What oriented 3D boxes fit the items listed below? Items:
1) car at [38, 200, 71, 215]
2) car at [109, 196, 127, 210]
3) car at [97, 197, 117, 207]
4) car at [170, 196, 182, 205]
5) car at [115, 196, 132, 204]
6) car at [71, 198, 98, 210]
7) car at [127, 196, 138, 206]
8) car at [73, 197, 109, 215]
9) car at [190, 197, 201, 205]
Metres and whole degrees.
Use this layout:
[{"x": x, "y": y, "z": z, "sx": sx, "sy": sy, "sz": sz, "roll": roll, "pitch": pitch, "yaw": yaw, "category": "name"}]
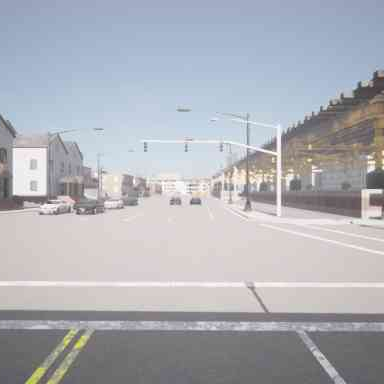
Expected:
[{"x": -13.993, "y": 1.526, "z": 34.244, "sx": 1.812, "sy": 1.442, "sz": 4.674, "roll": 0, "pitch": 0, "yaw": 1, "category": "car"}, {"x": -10.275, "y": 1.526, "z": 43.778, "sx": 1.812, "sy": 1.442, "sz": 4.674, "roll": 0, "pitch": 0, "yaw": 1, "category": "car"}, {"x": -13.570, "y": 1.504, "z": 53.186, "sx": 1.837, "sy": 1.490, "sz": 4.892, "roll": 0, "pitch": 0, "yaw": 1, "category": "car"}, {"x": -2.855, "y": 1.491, "z": 58.997, "sx": 2.128, "sy": 1.511, "sz": 4.902, "roll": 0, "pitch": 0, "yaw": 1, "category": "car"}, {"x": -13.260, "y": 1.547, "z": 64.890, "sx": 2.033, "sy": 1.411, "sz": 5.357, "roll": 0, "pitch": 0, "yaw": 2, "category": "car"}, {"x": -13.792, "y": 1.564, "z": 42.954, "sx": 1.994, "sy": 1.385, "sz": 4.181, "roll": 0, "pitch": 0, "yaw": 2, "category": "car"}, {"x": -10.048, "y": 1.477, "z": 54.253, "sx": 1.882, "sy": 1.535, "sz": 5.008, "roll": 0, "pitch": 0, "yaw": 1, "category": "car"}, {"x": -10.485, "y": 1.505, "z": 34.541, "sx": 1.837, "sy": 1.490, "sz": 4.892, "roll": 0, "pitch": 0, "yaw": 1, "category": "car"}, {"x": 0.644, "y": 1.564, "z": 58.921, "sx": 1.994, "sy": 1.385, "sz": 4.181, "roll": 0, "pitch": 0, "yaw": 1, "category": "car"}]
